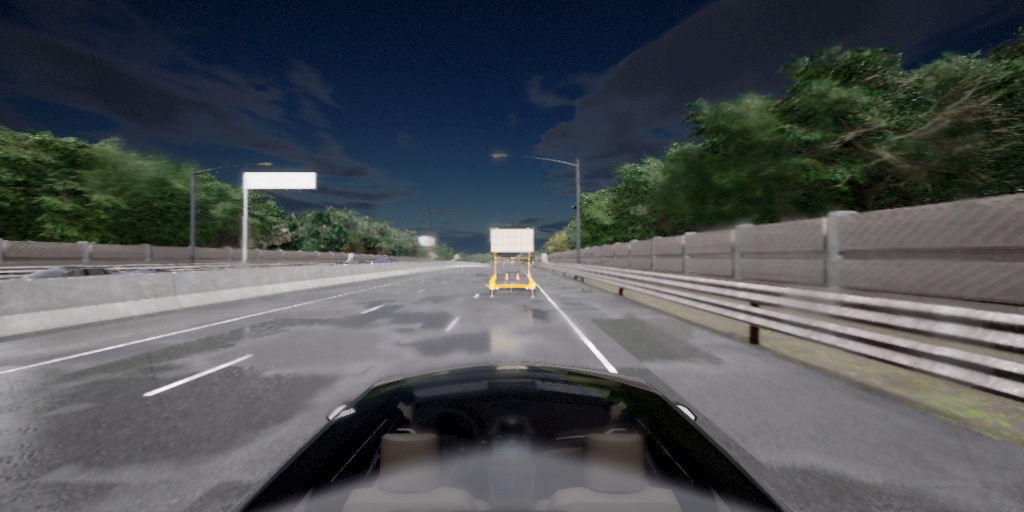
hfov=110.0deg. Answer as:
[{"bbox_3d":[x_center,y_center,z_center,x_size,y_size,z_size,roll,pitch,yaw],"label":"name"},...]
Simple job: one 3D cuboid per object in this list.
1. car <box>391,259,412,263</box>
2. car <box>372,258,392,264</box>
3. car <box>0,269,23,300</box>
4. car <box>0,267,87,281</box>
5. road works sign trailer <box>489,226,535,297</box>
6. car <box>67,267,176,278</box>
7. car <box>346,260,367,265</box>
[{"bbox_3d":[-17.484,1.456,58.512,2.097,1.767,4.553,0,-1,1],"label":"car"},{"bbox_3d":[-20.976,1.342,58.323,2.150,2.045,5.566,0,0,0],"label":"car"},{"bbox_3d":[-24.584,1.314,14.602,2.033,1.411,5.357,0,0,0],"label":"car"},{"bbox_3d":[-21.077,1.275,16.929,1.837,1.490,4.892,0,0,0],"label":"car"},{"bbox_3d":[0.017,0.230,19.062,2.380,3.560,2.880,0,0,0],"label":"road works sign trailer"},{"bbox_3d":[-17.576,1.332,17.145,1.994,1.385,4.181,0,0,0],"label":"car"},{"bbox_3d":[-24.484,1.434,56.584,2.097,1.767,4.553,0,-1,1],"label":"car"}]
